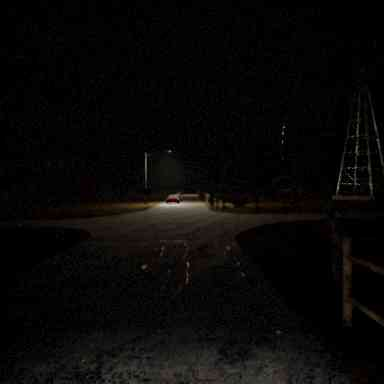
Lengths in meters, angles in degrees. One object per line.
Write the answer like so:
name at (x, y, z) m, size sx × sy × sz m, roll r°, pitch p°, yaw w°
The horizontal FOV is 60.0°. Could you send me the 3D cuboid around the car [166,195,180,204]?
car at (-2.752, 1.074, 49.111) m, size 1.895 × 1.301 × 4.718 m, roll 0°, pitch 1°, yaw 0°
